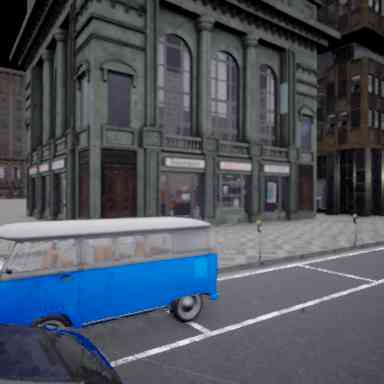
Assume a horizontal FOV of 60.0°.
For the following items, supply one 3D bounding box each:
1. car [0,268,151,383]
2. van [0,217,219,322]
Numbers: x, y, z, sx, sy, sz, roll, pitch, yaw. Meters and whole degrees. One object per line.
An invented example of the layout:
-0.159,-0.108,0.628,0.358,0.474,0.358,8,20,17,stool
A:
-2.382,1.557,1.682,4.181,1.385,1.994,0,0,-35,car
-1.405,1.355,5.650,3.998,1.788,1.690,0,0,-35,van
